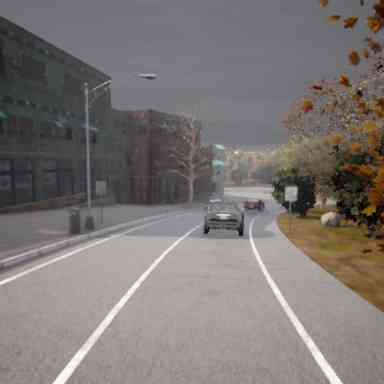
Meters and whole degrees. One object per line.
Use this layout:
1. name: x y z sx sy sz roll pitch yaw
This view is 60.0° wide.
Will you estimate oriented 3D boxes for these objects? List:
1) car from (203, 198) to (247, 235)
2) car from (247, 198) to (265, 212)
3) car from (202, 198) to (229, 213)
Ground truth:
1. car: 1.945 1.315 19.061 2.097 1.767 4.553 1 0 9
2. car: 7.631 1.525 40.231 1.882 1.535 5.008 2 0 20
3. car: 2.607 1.428 36.224 1.812 1.442 4.674 2 0 18
